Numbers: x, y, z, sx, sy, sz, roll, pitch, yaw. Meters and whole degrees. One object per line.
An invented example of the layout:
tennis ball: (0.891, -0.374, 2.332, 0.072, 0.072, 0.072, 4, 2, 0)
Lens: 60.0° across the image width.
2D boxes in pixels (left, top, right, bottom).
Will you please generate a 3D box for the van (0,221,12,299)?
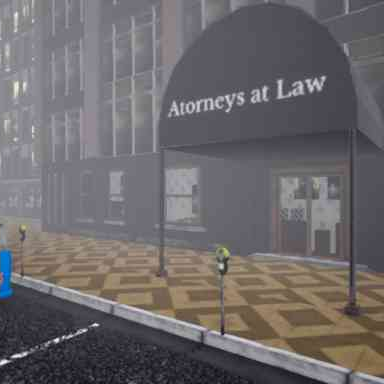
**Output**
van: (-5.267, 1.338, 6.661, 3.998, 1.788, 1.690, 0, 0, 36)
